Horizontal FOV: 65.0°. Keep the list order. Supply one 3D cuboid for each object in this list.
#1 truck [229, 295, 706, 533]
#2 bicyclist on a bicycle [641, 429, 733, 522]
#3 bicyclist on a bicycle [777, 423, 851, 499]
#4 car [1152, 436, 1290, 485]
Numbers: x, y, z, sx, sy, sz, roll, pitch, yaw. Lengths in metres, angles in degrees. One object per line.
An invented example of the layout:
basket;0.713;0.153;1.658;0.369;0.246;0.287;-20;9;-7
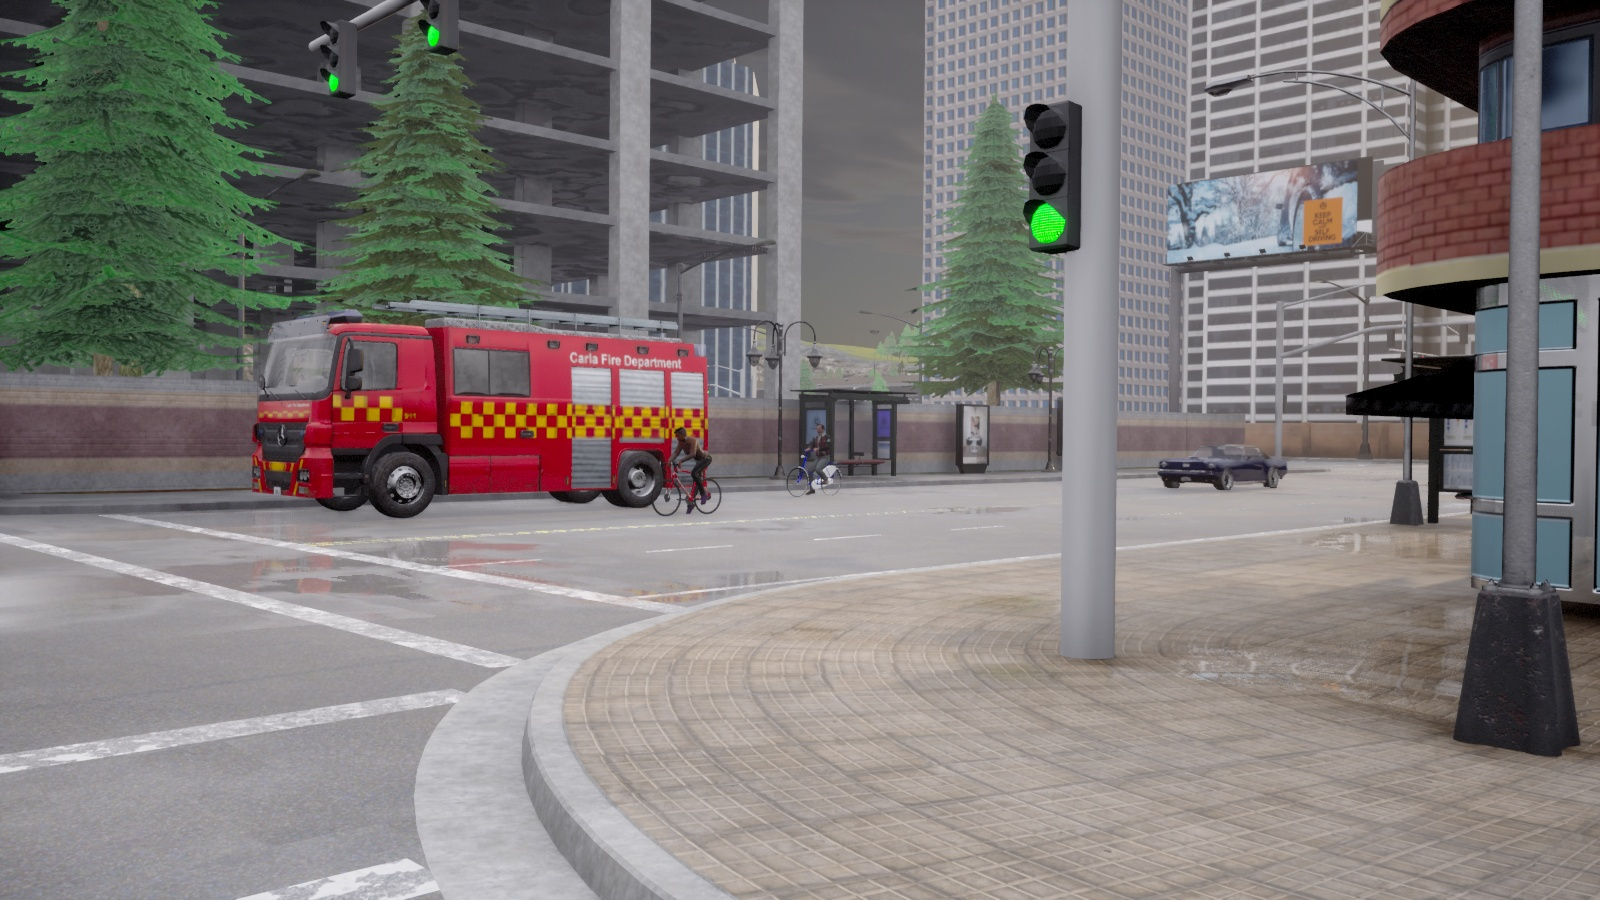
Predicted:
truck;-6.031;-0.653;24.140;8.468;3.827;2.891;-1;1;-44
bicyclist on a bicycle;-2.060;0.443;23.091;1.656;1.620;0.582;-2;1;-44
bicyclist on a bicycle;0.346;0.242;30.206;1.843;1.776;0.659;-1;1;-44
car;12.393;0.272;36.822;4.718;1.301;1.895;-1;1;-45
